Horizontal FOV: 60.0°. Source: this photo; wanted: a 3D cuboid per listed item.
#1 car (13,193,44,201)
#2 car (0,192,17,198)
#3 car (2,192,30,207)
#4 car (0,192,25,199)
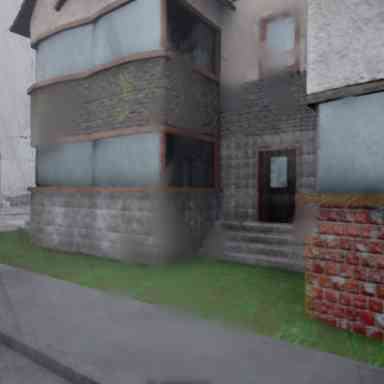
[{"bbox_3d":[-29.557,0.868,60.259,2.007,1.523,4.514,1,0,35],"label":"car"},{"bbox_3d":[-45.447,0.721,80.996,2.007,1.523,4.514,1,0,35],"label":"car"},{"bbox_3d":[-19.985,1.014,40.269,2.007,1.523,4.514,1,0,35],"label":"car"},{"bbox_3d":[-42.862,0.735,79.218,2.152,1.636,5.027,1,0,35],"label":"car"}]
